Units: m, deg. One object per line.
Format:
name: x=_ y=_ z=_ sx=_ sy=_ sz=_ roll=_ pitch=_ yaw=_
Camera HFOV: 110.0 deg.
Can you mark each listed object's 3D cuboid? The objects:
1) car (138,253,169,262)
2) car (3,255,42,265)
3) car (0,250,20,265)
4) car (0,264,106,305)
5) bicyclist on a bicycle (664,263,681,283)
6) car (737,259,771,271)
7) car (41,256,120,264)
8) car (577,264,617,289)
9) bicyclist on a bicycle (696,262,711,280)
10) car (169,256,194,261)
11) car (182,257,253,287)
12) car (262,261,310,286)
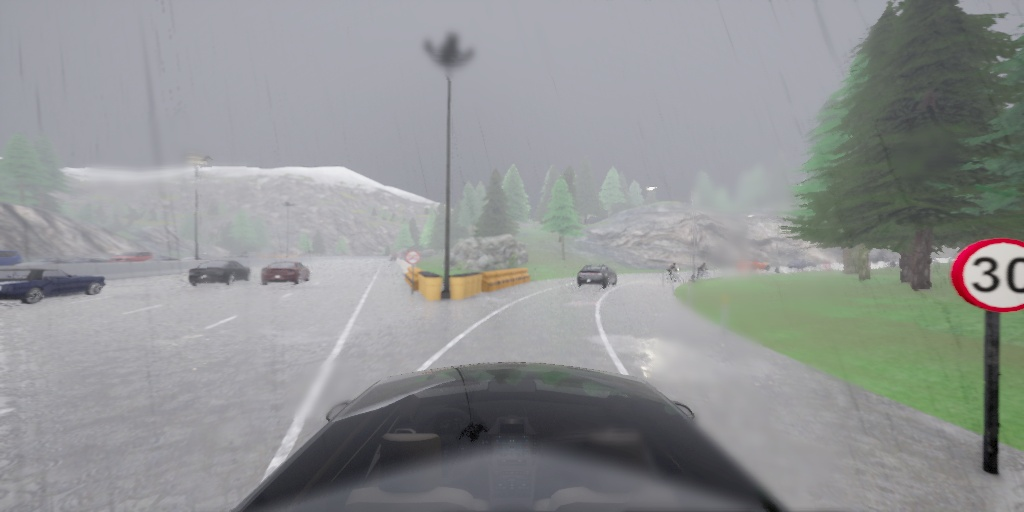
car: x=-44.889 y=0.720 z=46.181 sx=2.128 sy=1.511 sz=4.902 roll=1 pitch=0 yaw=-19
car: x=-39.474 y=0.853 z=30.450 sx=1.994 sy=1.385 sz=4.181 roll=1 pitch=0 yaw=-19
car: x=-42.514 y=0.477 z=28.547 sx=2.150 sy=2.045 sz=5.566 roll=1 pitch=0 yaw=-19
car: x=-18.813 y=1.131 z=14.153 sx=1.895 sy=1.301 sz=4.718 roll=1 pitch=0 yaw=-19
bicyclist on a bicycle: x=13.092 y=1.363 z=29.240 sx=1.656 sy=1.620 sz=0.582 roll=1 pitch=0 yaw=-18
car: x=34.585 y=1.229 z=51.218 sx=4.553 sy=1.767 sz=2.097 roll=-1 pitch=1 yaw=-20
car: x=-35.512 y=0.899 z=29.683 sx=1.994 sy=1.385 sz=4.181 roll=1 pitch=0 yaw=-19
car: x=5.824 y=1.315 z=24.175 sx=2.128 sy=1.511 sz=4.902 roll=0 pitch=0 yaw=27
bicyclist on a bicycle: x=17.625 y=1.393 z=33.053 sx=0.582 sy=1.620 sz=1.656 roll=0 pitch=-2 yaw=-19
car: x=-41.108 y=0.798 z=45.919 sx=1.812 sy=1.442 sz=4.674 roll=1 pitch=0 yaw=-19
car: x=-17.952 y=1.019 z=22.348 sx=1.882 sy=1.535 sz=5.008 roll=1 pitch=0 yaw=-19
car: x=-14.647 y=1.059 z=23.493 sx=1.882 sy=1.535 sz=5.008 roll=1 pitch=0 yaw=-19
